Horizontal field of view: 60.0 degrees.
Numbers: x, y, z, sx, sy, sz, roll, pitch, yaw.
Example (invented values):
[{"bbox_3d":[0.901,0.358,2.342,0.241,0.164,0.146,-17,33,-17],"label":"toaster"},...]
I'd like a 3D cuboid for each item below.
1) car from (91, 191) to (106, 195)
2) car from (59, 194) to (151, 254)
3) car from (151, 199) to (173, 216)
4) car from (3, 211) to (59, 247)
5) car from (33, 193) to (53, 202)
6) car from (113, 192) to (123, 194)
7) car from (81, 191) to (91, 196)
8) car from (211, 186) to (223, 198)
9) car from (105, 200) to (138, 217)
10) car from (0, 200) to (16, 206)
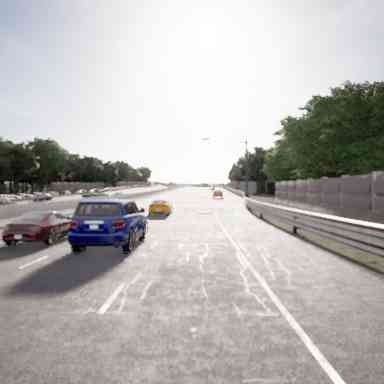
[{"bbox_3d":[-19.011,0.687,69.771,1.994,1.385,4.181,0,2,3],"label":"car"},{"bbox_3d":[-3.300,1.277,13.981,2.150,2.045,5.566,0,0,1],"label":"car"},{"bbox_3d":[-2.935,1.387,31.780,1.882,1.535,5.008,0,1,2],"label":"car"},{"bbox_3d":[-6.780,1.577,15.339,1.812,1.442,4.674,0,0,1],"label":"car"},{"bbox_3d":[-25.919,0.961,58.118,1.812,1.442,4.674,0,1,0],"label":"car"},{"bbox_3d":[-15.515,0.685,69.610,1.994,1.385,4.181,0,2,3],"label":"car"},{"bbox_3d":[-22.405,0.556,72.154,1.837,1.490,4.892,0,2,3],"label":"car"},{"bbox_3d":[5.378,0.280,69.271,2.097,1.767,4.553,0,2,3],"label":"car"},{"bbox_3d":[-6.460,1.488,30.948,1.994,1.385,4.181,0,1,2],"label":"car"},{"bbox_3d":[-17.208,1.457,29.090,1.837,1.490,4.892,0,1,2],"label":"car"}]
